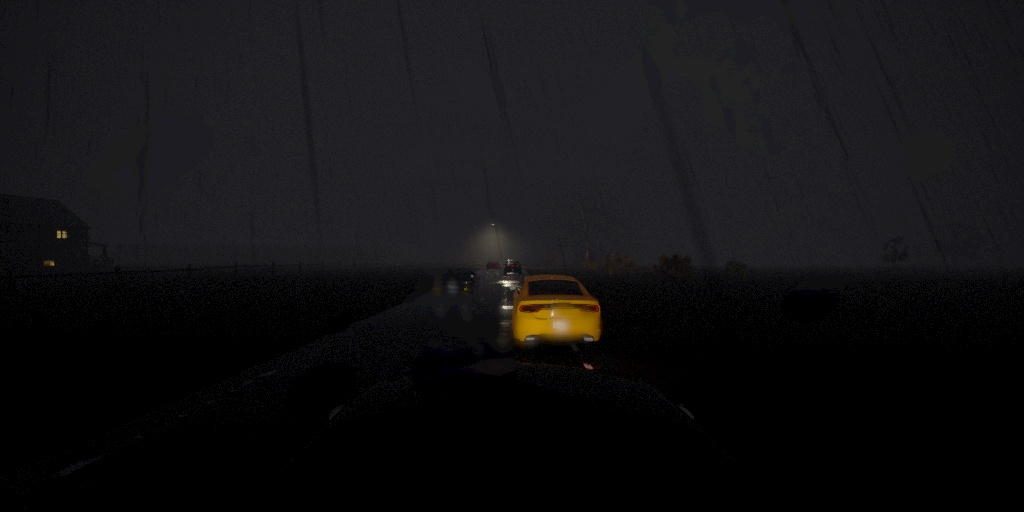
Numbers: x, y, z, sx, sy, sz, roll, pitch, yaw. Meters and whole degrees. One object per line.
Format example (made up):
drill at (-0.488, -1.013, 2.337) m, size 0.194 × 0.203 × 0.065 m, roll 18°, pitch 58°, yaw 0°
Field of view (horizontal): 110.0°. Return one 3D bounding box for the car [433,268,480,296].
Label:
car at (-2.844, 1.311, 19.102) m, size 1.994 × 1.385 × 4.181 m, roll 0°, pitch 0°, yaw 0°

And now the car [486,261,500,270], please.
car at (-2.732, 1.343, 51.711) m, size 1.895 × 1.301 × 4.718 m, roll 0°, pitch 0°, yaw 0°

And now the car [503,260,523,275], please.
car at (0.098, 1.236, 39.195) m, size 2.128 × 1.511 × 4.902 m, roll 0°, pitch 0°, yaw 0°

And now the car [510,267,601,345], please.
car at (0.966, 1.227, 9.533) m, size 1.882 × 1.535 × 5.008 m, roll 0°, pitch 0°, yaw 0°
